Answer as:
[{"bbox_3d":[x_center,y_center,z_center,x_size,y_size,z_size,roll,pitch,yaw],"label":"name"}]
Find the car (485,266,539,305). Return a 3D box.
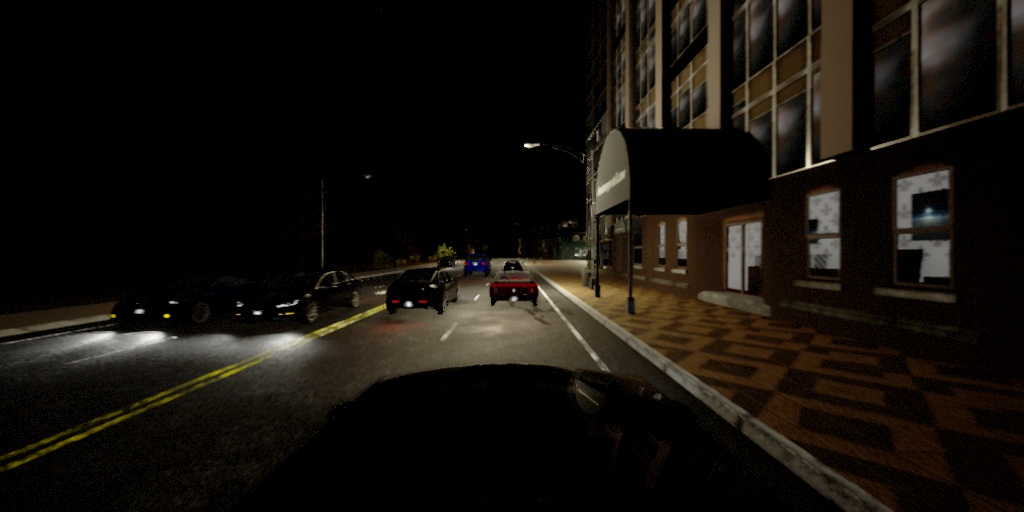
[{"bbox_3d":[0.078,1.279,15.365,1.895,1.301,4.718,0,0,0],"label":"car"}]

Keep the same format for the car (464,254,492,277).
[{"bbox_3d":[-3.154,0.802,33.460,2.150,2.045,5.566,0,0,0],"label":"car"}]

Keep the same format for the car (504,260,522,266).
[{"bbox_3d":[0.098,1.119,38.102,1.994,1.385,4.181,0,0,0],"label":"car"}]

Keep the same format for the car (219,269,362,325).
[{"bbox_3d":[-6.598,1.201,11.716,1.837,1.490,4.892,0,0,0],"label":"car"}]

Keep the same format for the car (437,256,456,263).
[{"bbox_3d":[-9.794,0.822,53.763,2.097,1.767,4.553,0,0,1],"label":"car"}]

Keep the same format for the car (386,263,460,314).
[{"bbox_3d":[-3.164,1.195,13.434,1.837,1.490,4.892,0,1,0],"label":"car"}]

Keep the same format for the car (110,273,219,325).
[{"bbox_3d":[-9.849,1.263,11.465,1.994,1.385,4.181,0,0,0],"label":"car"}]
